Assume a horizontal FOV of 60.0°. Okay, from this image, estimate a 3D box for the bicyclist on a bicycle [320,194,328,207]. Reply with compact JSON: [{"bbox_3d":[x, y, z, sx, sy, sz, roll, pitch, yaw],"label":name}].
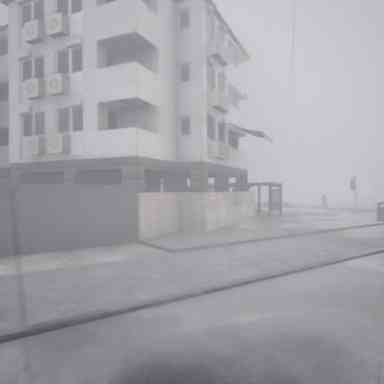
[{"bbox_3d":[16.096,1.033,40.596,1.656,1.620,0.582,-1,1,-36],"label":"bicyclist on a bicycle"}]
